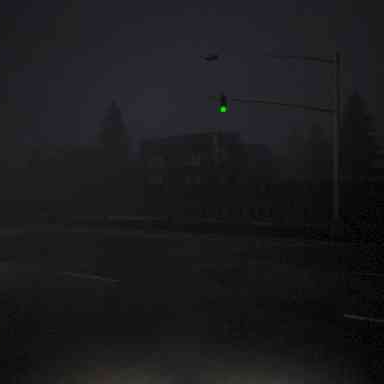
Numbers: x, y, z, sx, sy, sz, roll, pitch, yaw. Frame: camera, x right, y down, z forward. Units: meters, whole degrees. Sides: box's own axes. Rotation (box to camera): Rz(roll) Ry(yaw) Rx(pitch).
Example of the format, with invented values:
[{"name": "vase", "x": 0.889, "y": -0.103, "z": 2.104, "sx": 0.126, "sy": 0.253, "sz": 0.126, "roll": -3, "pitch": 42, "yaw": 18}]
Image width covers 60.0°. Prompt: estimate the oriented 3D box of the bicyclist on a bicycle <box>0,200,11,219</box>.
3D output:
[{"name": "bicyclist on a bicycle", "x": -14.806, "y": 1.357, "z": 25.765, "sx": 0.582, "sy": 1.620, "sz": 1.656, "roll": 0, "pitch": 0, "yaw": 28}]
